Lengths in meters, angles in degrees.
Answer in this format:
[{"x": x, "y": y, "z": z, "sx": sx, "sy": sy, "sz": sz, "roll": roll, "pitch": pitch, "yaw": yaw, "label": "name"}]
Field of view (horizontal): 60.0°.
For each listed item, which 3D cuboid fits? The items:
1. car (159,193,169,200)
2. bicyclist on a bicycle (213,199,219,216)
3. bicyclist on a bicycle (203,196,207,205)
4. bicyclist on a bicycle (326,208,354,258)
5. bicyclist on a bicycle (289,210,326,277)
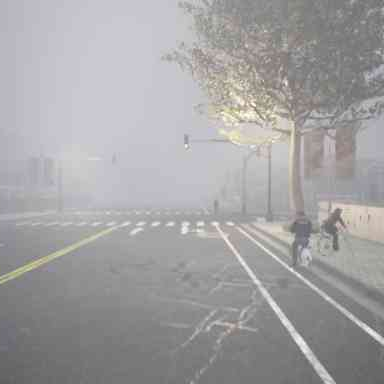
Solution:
[{"x": -6.493, "y": 0.932, "z": 77.616, "sx": 2.097, "sy": 1.767, "sz": 4.553, "roll": 0, "pitch": 0, "yaw": 0, "label": "car"}, {"x": 2.261, "y": 1.461, "z": 31.380, "sx": 0.582, "sy": 1.620, "sz": 1.656, "roll": 1, "pitch": 0, "yaw": 0, "label": "bicyclist on a bicycle"}, {"x": 2.274, "y": 1.421, "z": 56.969, "sx": 0.866, "sy": 1.612, "sz": 1.509, "roll": 0, "pitch": 0, "yaw": 0, "label": "bicyclist on a bicycle"}, {"x": 4.738, "y": 1.343, "z": 10.958, "sx": 1.656, "sy": 1.620, "sz": 0.582, "roll": 3, "pitch": -11, "yaw": -23, "label": "bicyclist on a bicycle"}, {"x": 3.020, "y": 1.374, "z": 9.382, "sx": 0.659, "sy": 1.776, "sz": 1.843, "roll": 0, "pitch": 0, "yaw": -1, "label": "bicyclist on a bicycle"}]
